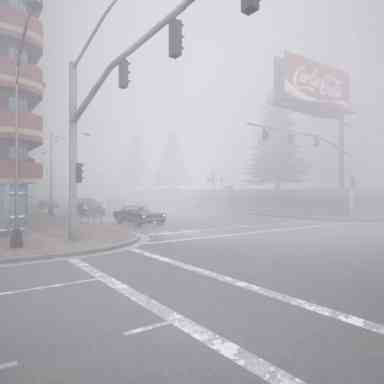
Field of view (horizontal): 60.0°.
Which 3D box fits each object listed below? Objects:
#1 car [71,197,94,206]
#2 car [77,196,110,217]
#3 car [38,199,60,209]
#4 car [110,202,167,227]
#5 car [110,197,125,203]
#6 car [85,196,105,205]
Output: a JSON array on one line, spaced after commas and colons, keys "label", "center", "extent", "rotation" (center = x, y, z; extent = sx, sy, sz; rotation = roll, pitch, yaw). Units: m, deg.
[{"label": "car", "center": [-18.290, 1.547, 55.324], "extent": [2.033, 1.411, 5.357], "rotation": [0, 0, -36]}, {"label": "car", "center": [-9.791, 1.352, 31.321], "extent": [2.097, 1.767, 4.553], "rotation": [0, 0, -36]}, {"label": "car", "center": [-19.016, 1.563, 44.093], "extent": [1.994, 1.385, 4.181], "rotation": [0, 0, -36]}, {"label": "car", "center": [-3.659, 1.601, 22.856], "extent": [1.895, 1.301, 4.718], "rotation": [0, 0, -36]}, {"label": "car", "center": [-12.320, 1.505, 53.046], "extent": [1.837, 1.490, 4.892], "rotation": [0, 0, -36]}, {"label": "car", "center": [-17.671, 1.526, 60.424], "extent": [1.812, 1.442, 4.674], "rotation": [0, 0, -37]}]
